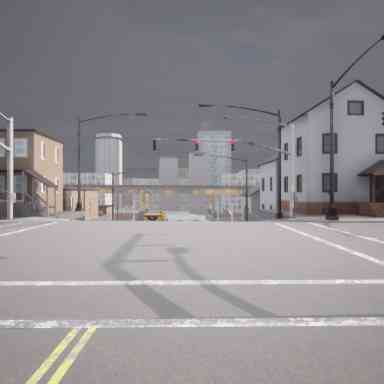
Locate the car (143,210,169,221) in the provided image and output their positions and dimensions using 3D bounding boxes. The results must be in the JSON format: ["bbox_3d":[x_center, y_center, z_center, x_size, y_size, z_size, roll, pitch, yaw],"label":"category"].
[{"bbox_3d":[-3.673,2.536,33.502,1.882,1.535,5.008,0,-9,1],"label":"car"}]

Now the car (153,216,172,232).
[{"bbox_3d":[-3.780,4.235,43.725,2.128,1.511,4.902,0,-13,-1],"label":"car"}]
